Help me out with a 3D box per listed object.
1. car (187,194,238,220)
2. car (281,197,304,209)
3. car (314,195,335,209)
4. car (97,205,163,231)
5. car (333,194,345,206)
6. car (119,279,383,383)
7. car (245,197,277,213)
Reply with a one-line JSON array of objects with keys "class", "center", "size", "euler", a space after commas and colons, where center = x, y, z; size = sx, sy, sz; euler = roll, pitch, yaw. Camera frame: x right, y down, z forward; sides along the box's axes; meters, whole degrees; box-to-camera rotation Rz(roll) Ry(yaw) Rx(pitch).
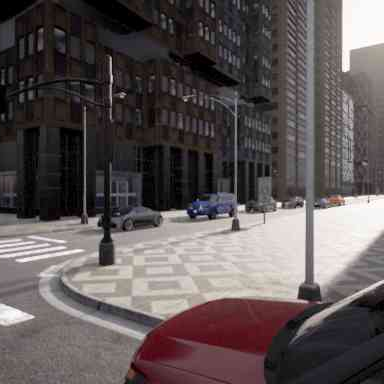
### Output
[{"class": "car", "center": [1.841, 1.154, 27.951], "size": [2.150, 2.045, 5.566], "euler": [0, 0, 35]}, {"class": "car", "center": [13.458, 1.378, 44.314], "size": [2.128, 1.511, 4.902], "euler": [0, 0, 35]}, {"class": "car", "center": [16.999, 1.455, 43.926], "size": [1.994, 1.385, 4.181], "euler": [0, 0, 36]}, {"class": "car", "center": [-3.644, 1.517, 20.185], "size": [1.994, 1.385, 4.181], "euler": [0, 0, 35]}, {"class": "car", "center": [22.178, 1.220, 51.352], "size": [2.097, 1.767, 4.553], "euler": [0, 0, 35]}, {"class": "car", "center": [1.784, 1.315, 1.688], "size": [5.009, 1.841, 2.192], "euler": [0, 0, 35]}, {"class": "car", "center": [7.476, 1.263, 35.908], "size": [2.097, 1.767, 4.553], "euler": [0, 0, 35]}]
